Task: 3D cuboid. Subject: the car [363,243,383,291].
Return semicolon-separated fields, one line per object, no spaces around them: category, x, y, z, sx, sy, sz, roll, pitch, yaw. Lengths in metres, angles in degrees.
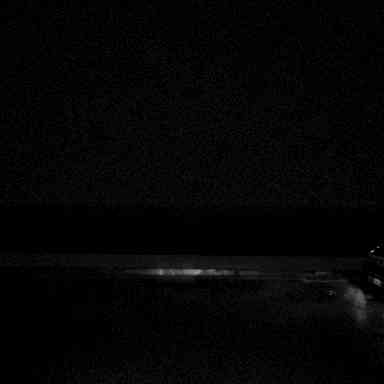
car;6.395;1.458;7.461;4.553;1.767;2.097;1;0;-1
